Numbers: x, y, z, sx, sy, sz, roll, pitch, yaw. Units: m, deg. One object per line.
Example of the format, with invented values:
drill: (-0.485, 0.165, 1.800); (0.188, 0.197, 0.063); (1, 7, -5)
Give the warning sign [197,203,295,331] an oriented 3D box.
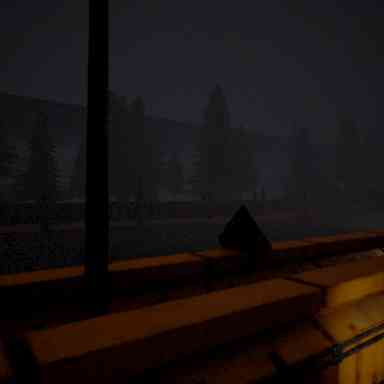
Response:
warning sign: (0.909, 1.152, 5.809); (1.060, 1.860, 1.300); (1, 0, -36)
